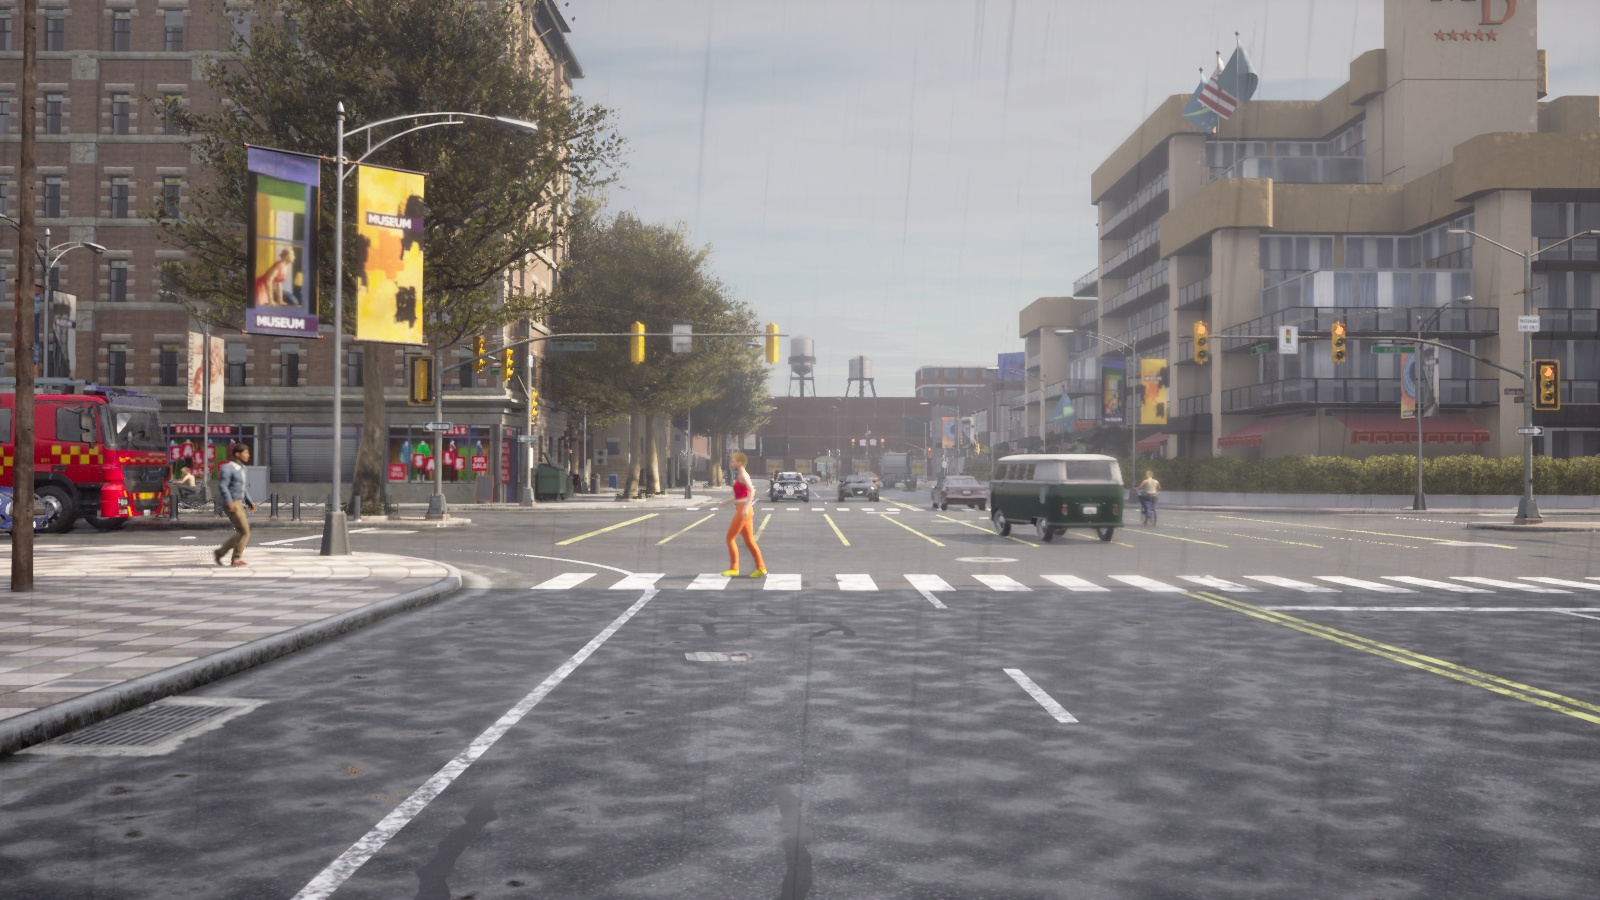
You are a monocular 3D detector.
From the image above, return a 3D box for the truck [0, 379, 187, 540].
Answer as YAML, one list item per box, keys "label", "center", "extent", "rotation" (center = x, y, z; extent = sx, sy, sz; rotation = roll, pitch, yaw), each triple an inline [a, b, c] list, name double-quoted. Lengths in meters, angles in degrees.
- label: "truck"
  center: [-20.230, 0.255, 31.284]
  extent: [8.468, 3.827, 2.891]
  rotation: [0, -1, 0]

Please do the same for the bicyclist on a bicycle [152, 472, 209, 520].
- label: "bicyclist on a bicycle"
  center: [-21.075, 1.552, 42.765]
  extent: [1.509, 1.612, 0.866]
  rotation: [0, -1, 0]

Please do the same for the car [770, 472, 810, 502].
- label: "car"
  center: [-0.490, 1.848, 63.661]
  extent: [1.970, 1.475, 3.806]
  rotation: [0, -1, 0]

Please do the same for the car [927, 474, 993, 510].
- label: "car"
  center: [6.598, 1.713, 52.404]
  extent: [2.033, 1.411, 5.357]
  rotation: [0, -1, 0]

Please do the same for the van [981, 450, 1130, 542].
- label: "van"
  center: [5.889, 1.038, 29.528]
  extent: [1.775, 1.987, 4.442]
  rotation: [0, -1, -13]

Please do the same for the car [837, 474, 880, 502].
- label: "car"
  center: [2.995, 1.956, 65.030]
  extent: [1.994, 1.385, 4.181]
  rotation: [0, -1, -1]

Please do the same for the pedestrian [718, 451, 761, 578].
- label: "pedestrian"
  center: [-0.874, 0.930, 18.275]
  extent: [0.594, 1.836, 0.345]
  rotation: [0, -1, 2]

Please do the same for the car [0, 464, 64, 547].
- label: "car"
  center: [-19.190, 1.215, 27.790]
  extent: [4.553, 1.767, 2.097]
  rotation: [0, -1, 1]

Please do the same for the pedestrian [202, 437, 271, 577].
- label: "pedestrian"
  center: [-7.996, 0.802, 17.824]
  extent: [0.788, 1.949, 0.423]
  rotation: [0, -1, 0]

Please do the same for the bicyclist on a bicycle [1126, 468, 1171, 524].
- label: "bicyclist on a bicycle"
  center: [10.213, 1.327, 36.846]
  extent: [0.866, 1.612, 1.509]
  rotation: [0, -1, 0]
